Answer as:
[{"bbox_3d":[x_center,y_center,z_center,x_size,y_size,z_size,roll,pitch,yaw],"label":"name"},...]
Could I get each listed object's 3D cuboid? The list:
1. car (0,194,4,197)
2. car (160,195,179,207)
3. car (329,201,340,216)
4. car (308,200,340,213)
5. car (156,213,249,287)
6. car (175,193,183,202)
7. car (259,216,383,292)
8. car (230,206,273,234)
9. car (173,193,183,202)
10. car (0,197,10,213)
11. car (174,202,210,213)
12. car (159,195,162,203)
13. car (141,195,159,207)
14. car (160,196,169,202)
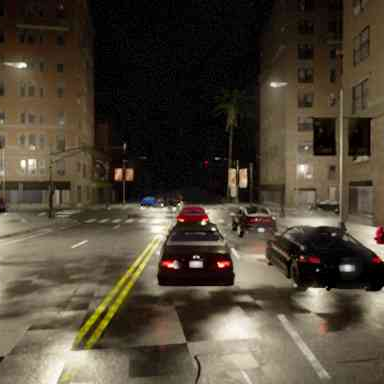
[{"bbox_3d":[-23.940,1.137,37.818,5.009,1.841,2.192,0,0,-9],"label":"car"},{"bbox_3d":[-3.410,1.570,51.549,1.837,1.490,4.892,0,0,0],"label":"car"},{"bbox_3d":[16.168,1.808,32.377,4.313,1.339,1.947,0,0,0],"label":"car"},{"bbox_3d":[15.966,1.653,38.317,4.902,1.511,2.128,0,1,2],"label":"car"},{"bbox_3d":[0.079,1.559,9.442,2.033,1.411,5.357,0,0,0],"label":"car"},{"bbox_3d":[-3.347,1.560,69.007,1.882,1.535,5.008,0,0,0],"label":"car"},{"bbox_3d":[3.296,1.575,9.002,1.994,1.385,4.181,0,0,1],"label":"car"},{"bbox_3d":[3.225,1.527,17.915,1.837,1.490,4.892,0,0,0],"label":"car"},{"bbox_3d":[-3.366,1.285,82.479,2.150,2.045,5.566,0,0,0],"label":"car"},{"bbox_3d":[-20.410,1.443,32.513,4.674,1.442,1.812,1,1,-8],"label":"car"},{"bbox_3d":[0.074,1.549,18.968,1.812,1.442,4.674,0,0,0],"label":"car"},{"bbox_3d":[-6.617,1.433,66.277,2.097,1.767,4.553,0,0,0],"label":"car"},{"bbox_3d":[-6.669,1.542,51.386,1.882,1.535,5.008,0,0,0],"label":"car"},{"bbox_3d":[-6.613,1.630,80.827,1.994,1.385,4.181,0,0,0],"label":"car"}]
